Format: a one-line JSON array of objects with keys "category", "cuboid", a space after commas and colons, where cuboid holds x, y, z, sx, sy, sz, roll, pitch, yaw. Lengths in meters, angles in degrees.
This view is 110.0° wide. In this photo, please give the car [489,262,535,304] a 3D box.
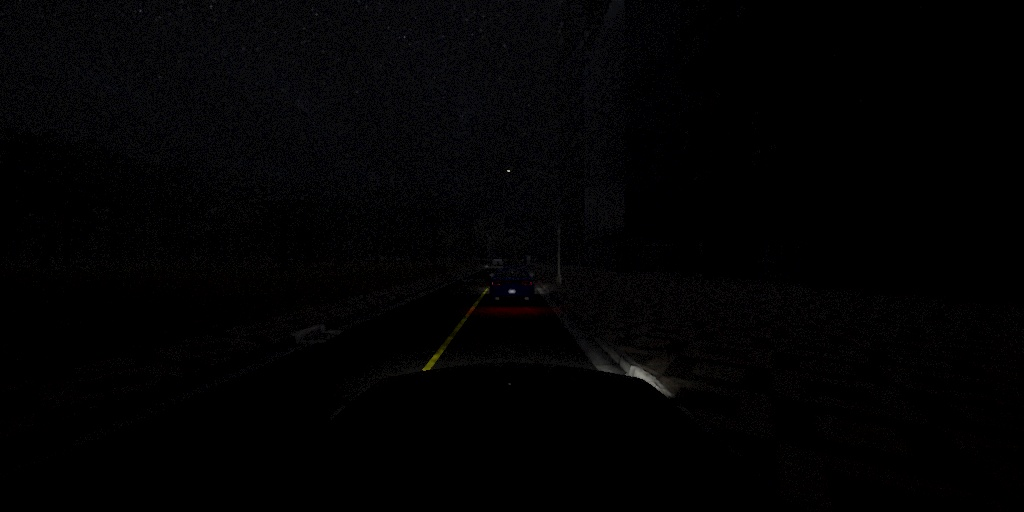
[{"category": "car", "cuboid": [0.000, 1.241, 16.499, 1.882, 1.535, 5.008, 0, 0, 0]}]
